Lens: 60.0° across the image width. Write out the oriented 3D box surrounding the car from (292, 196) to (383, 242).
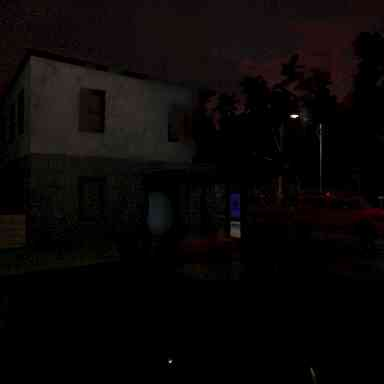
[{"bbox_3d":[7.708,1.221,16.899,2.150,2.045,5.566,0,0,-32],"label":"car"}]
